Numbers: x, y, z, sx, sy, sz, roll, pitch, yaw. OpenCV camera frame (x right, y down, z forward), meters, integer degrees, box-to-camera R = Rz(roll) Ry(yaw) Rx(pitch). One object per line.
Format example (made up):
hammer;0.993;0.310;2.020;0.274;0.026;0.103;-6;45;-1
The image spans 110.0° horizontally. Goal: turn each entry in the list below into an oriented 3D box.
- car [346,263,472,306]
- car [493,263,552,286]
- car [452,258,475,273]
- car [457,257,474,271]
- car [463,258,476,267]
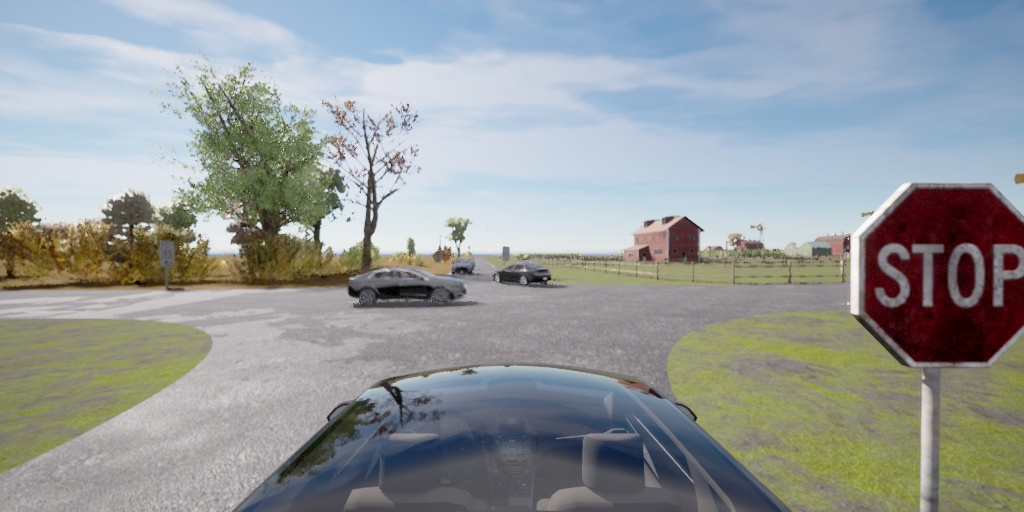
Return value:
car;-4.370;1.229;15.156;4.902;1.511;2.128;0;0;-1
car;0.609;1.194;24.303;1.837;1.490;4.892;-2;1;-37
car;-5.278;1.030;38.238;2.097;1.767;4.553;0;0;-5
car;-6.262;1.012;49.052;2.097;1.767;4.553;0;0;-5
car;-7.534;1.130;63.788;2.128;1.511;4.902;0;0;-5
